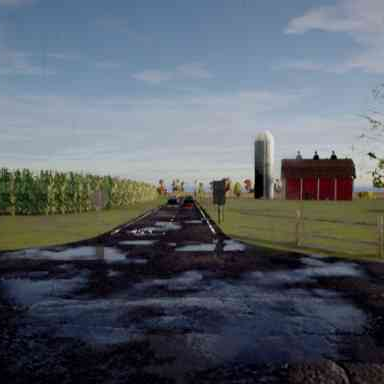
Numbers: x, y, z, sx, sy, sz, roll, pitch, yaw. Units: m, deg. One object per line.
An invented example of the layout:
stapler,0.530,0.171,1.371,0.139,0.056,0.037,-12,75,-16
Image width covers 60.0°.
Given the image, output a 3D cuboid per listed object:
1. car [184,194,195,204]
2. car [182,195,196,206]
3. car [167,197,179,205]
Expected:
car,-0.525,1.329,63.530,2.097,1.767,4.553,0,0,-1
car,-0.436,1.477,53.124,1.837,1.490,4.892,0,0,0
car,-3.225,1.539,57.716,1.994,1.385,4.181,0,0,0
